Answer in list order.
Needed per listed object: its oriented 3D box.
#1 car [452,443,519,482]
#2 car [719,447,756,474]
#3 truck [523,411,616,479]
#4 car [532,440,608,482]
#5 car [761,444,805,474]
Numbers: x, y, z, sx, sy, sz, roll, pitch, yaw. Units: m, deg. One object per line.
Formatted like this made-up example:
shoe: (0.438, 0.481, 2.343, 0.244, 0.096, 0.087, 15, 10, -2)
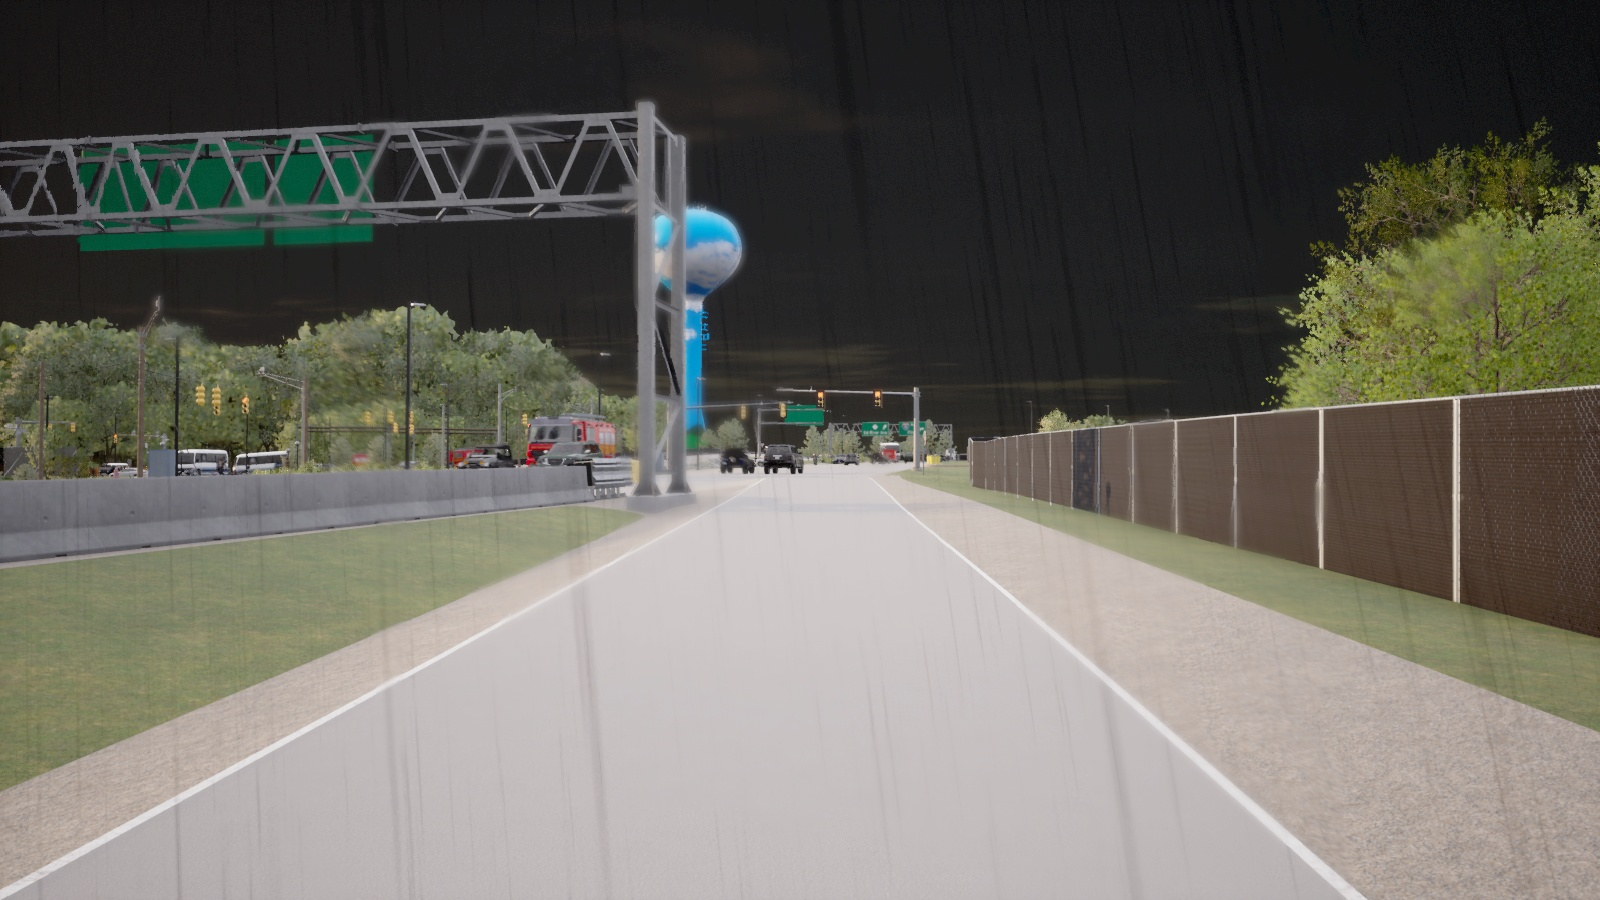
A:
car: (-15.632, 0.624, 62.669, 1.905, 1.878, 3.866, 0, 0, 9)
car: (-4.448, 0.748, 89.659, 1.905, 1.878, 3.866, 0, 0, 9)
truck: (-13.697, -0.270, 75.414, 2.891, 3.827, 8.468, 0, 0, 9)
car: (-11.771, 0.550, 64.785, 2.150, 2.045, 5.566, 0, 0, 9)
car: (-1.139, 0.655, 88.154, 2.150, 2.045, 5.566, 0, 0, 9)
